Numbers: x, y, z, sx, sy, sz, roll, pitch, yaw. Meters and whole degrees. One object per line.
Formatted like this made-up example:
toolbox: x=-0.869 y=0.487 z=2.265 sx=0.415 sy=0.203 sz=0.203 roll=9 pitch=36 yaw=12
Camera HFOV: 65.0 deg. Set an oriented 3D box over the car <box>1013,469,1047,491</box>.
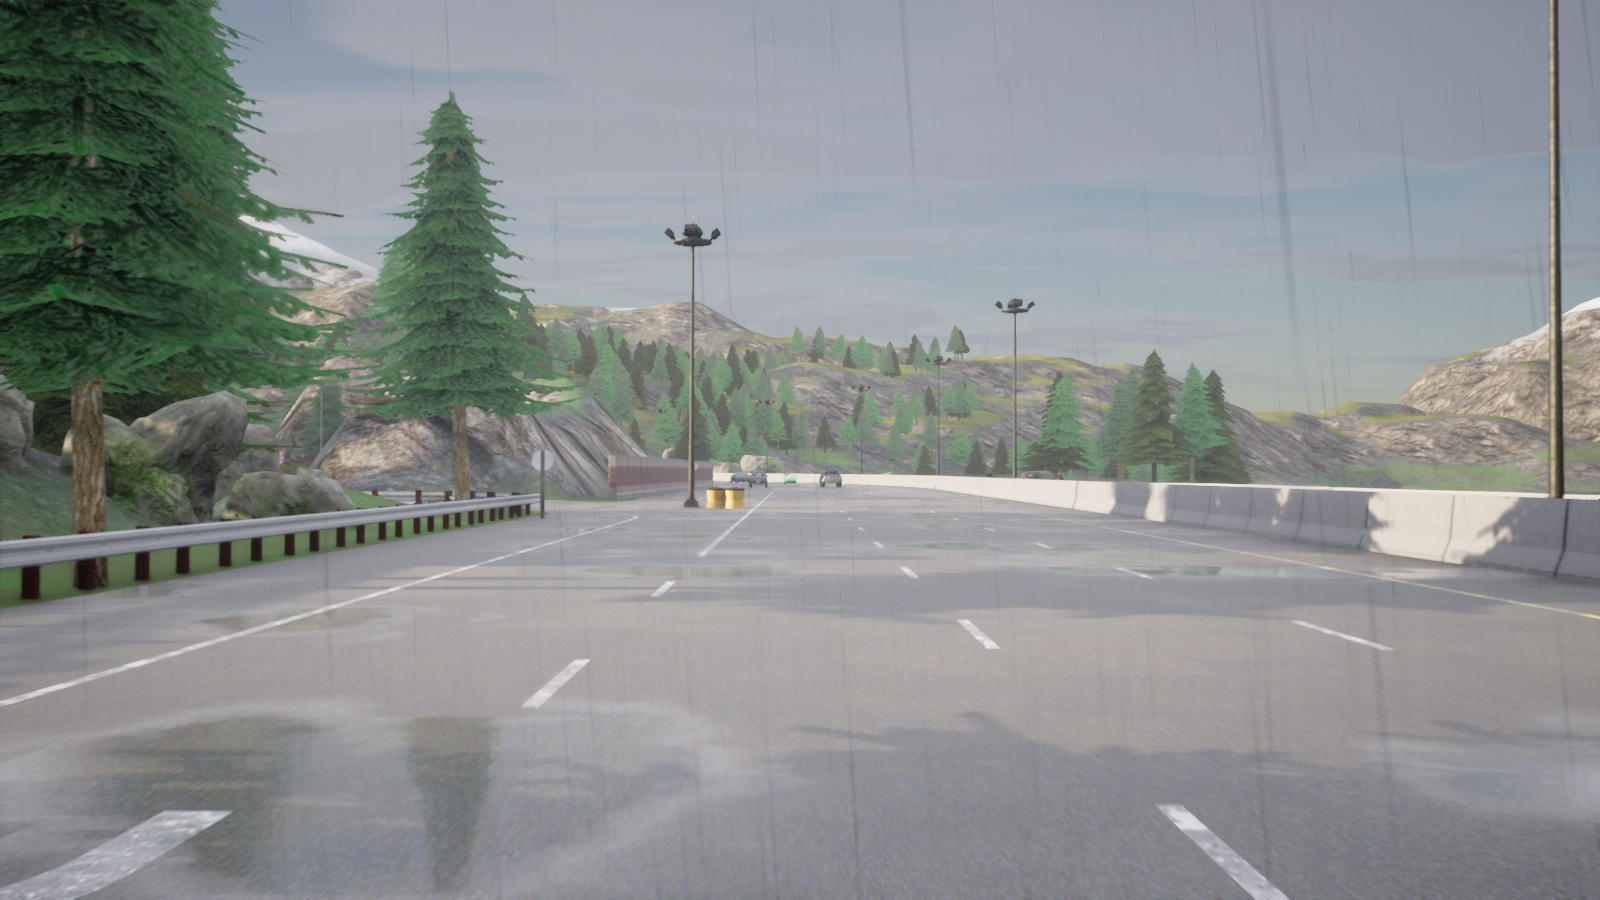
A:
car: x=17.278 y=2.227 z=94.579 sx=1.851 sy=1.617 sz=3.988 roll=0 pitch=-1 yaw=0
